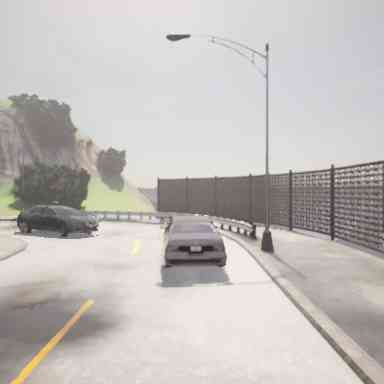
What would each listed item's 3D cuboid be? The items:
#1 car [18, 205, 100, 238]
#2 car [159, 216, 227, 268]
[{"bbox_3d":[-6.960,1.442,17.254,4.892,1.490,1.837,0,-3,30],"label":"car"},{"bbox_3d":[-0.091,1.506,11.108,2.033,1.411,5.357,0,0,-4],"label":"car"}]
